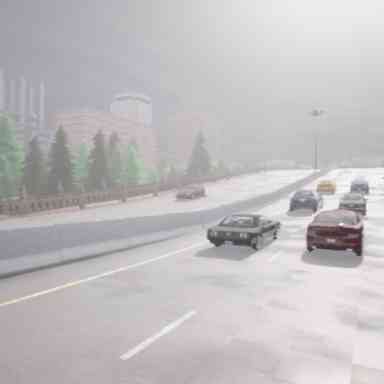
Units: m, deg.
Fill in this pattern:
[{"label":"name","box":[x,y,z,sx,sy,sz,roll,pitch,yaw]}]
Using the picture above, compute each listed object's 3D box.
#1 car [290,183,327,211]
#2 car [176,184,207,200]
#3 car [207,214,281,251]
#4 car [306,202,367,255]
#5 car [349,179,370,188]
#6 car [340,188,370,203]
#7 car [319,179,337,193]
[{"label":"car","box":[9.624,0.536,27.738,2.097,1.767,4.553,0,5,29]},{"label":"car","box":[-0.092,-0.078,39.293,2.097,1.767,4.553,0,6,29]},{"label":"car","box":[2.467,1.592,14.526,1.895,1.301,4.718,0,1,29]},{"label":"car","box":[6.033,1.466,13.738,1.882,1.535,5.008,0,2,29]},{"label":"car","box":[19.280,-0.756,38.214,1.812,1.442,4.674,0,7,29]},{"label":"car","box":[12.259,0.827,25.286,2.033,1.411,5.357,0,5,29]},{"label":"car","box":[16.228,-0.829,39.927,1.882,1.535,5.008,0,7,29]}]
